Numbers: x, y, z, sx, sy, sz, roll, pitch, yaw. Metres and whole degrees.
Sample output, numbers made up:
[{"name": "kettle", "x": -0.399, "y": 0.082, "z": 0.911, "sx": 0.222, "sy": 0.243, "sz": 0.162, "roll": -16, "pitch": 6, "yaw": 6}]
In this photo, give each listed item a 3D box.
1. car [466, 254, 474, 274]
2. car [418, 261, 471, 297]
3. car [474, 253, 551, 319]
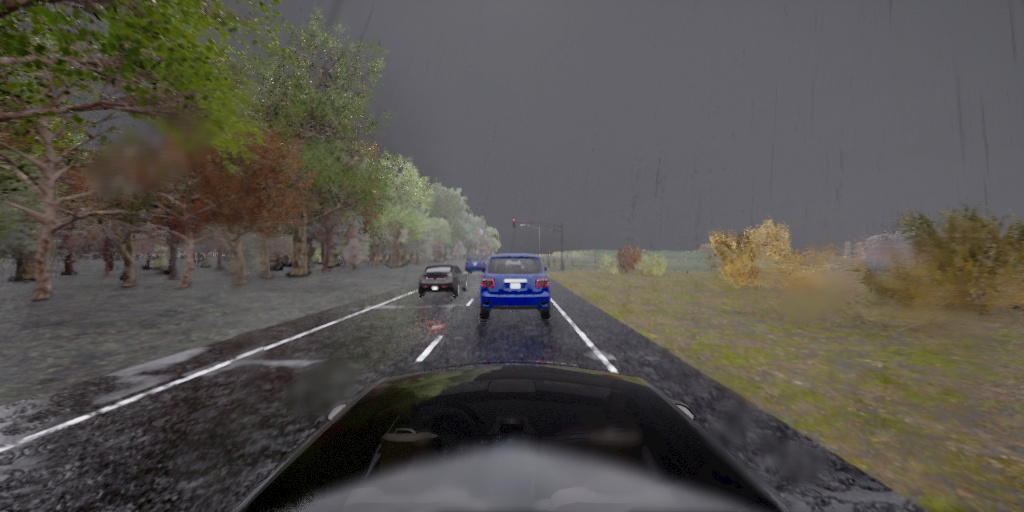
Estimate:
[{"name": "car", "x": -3.405, "y": 0.825, "z": 35.698, "sx": 2.150, "sy": 2.045, "sz": 5.566, "roll": 0, "pitch": 0, "yaw": 0}, {"name": "car", "x": -3.402, "y": 1.183, "z": 18.223, "sx": 1.837, "sy": 1.490, "sz": 4.892, "roll": 0, "pitch": 0, "yaw": 0}, {"name": "car", "x": 0.099, "y": 0.926, "z": 12.779, "sx": 2.150, "sy": 2.045, "sz": 5.566, "roll": 0, "pitch": 0, "yaw": 0}]
